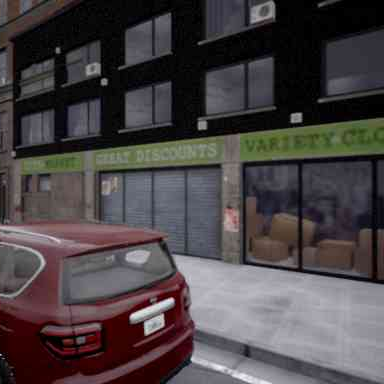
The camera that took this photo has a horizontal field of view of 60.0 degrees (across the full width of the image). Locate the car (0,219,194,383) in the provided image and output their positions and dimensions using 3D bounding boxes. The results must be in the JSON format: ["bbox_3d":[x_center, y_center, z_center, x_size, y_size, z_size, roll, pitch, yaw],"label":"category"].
[{"bbox_3d":[-2.298,1.306,4.473,5.009,1.841,2.192,0,0,35],"label":"car"}]
